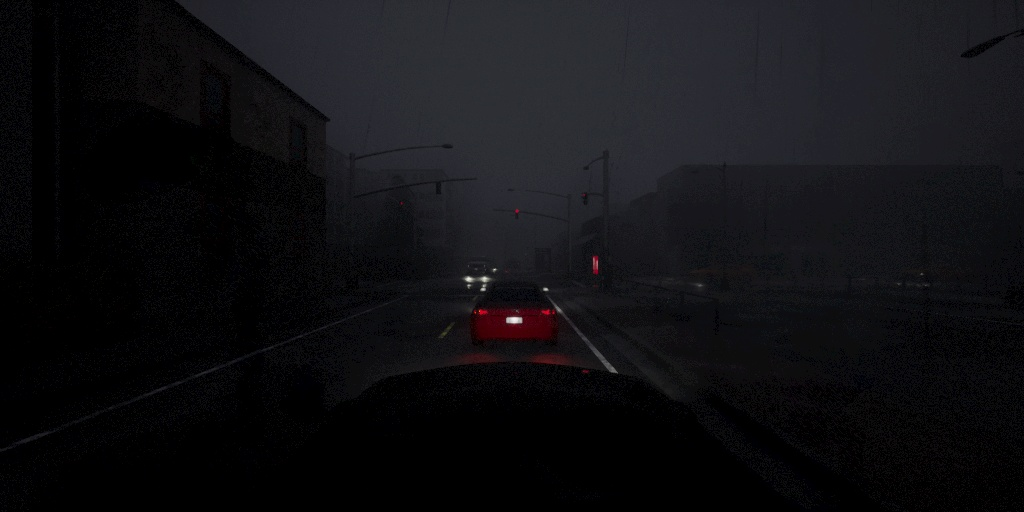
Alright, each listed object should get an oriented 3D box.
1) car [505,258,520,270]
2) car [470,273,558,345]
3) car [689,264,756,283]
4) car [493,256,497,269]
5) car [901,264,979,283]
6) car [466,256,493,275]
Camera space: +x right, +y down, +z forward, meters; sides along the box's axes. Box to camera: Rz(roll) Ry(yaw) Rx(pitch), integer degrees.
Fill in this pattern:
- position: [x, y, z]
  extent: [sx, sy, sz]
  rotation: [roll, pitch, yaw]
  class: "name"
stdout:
- position: [0.113, 1.101, 52.250]
  extent: [2.097, 1.767, 4.553]
  rotation: [0, 0, 0]
  class: "car"
- position: [0.064, 1.314, 9.508]
  extent: [1.994, 1.385, 4.181]
  rotation: [0, 0, 0]
  class: "car"
- position: [17.300, 1.404, 29.582]
  extent: [5.008, 1.535, 1.882]
  rotation: [0, 0, 0]
  class: "car"
- position: [-3.569, 0.968, 58.006]
  extent: [2.150, 2.045, 5.566]
  rotation: [0, 0, 0]
  class: "car"
- position: [35.227, 1.404, 29.610]
  extent: [5.008, 1.535, 1.882]
  rotation: [0, 0, 0]
  class: "car"
- position: [-3.590, 0.971, 38.504]
  extent: [2.150, 2.045, 5.566]
  rotation: [0, 0, 0]
  class: "car"
